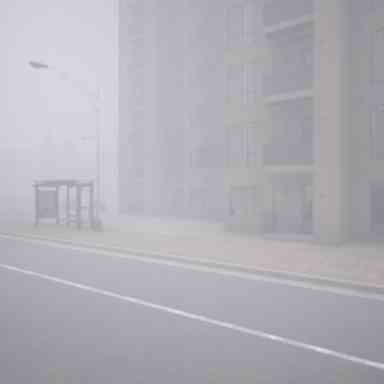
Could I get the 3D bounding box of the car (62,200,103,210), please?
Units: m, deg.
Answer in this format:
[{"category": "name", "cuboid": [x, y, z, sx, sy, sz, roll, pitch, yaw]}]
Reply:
[{"category": "car", "cuboid": [-12.363, 1.351, 38.071, 2.128, 1.511, 4.902, 0, 0, 36]}]
